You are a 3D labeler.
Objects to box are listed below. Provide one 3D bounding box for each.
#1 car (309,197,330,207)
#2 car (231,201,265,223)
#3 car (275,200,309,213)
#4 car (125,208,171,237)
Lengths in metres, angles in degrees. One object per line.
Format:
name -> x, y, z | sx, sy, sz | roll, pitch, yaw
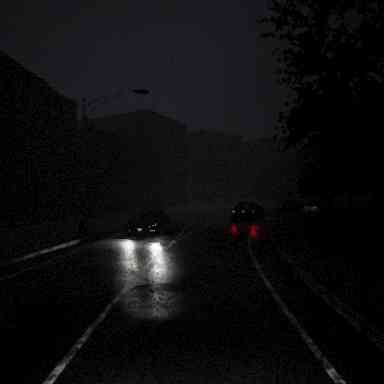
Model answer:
car -> 20.582, 1.559, 54.341 | 4.892, 1.490, 1.837 | -1, -1, -32
car -> 4.820, 1.575, 28.159 | 2.097, 1.767, 4.553 | -1, 0, 21
car -> 12.066, 1.726, 40.806 | 2.033, 1.411, 5.357 | -1, 0, 38
car -> -2.428, 1.699, 19.344 | 1.837, 1.490, 4.892 | 0, -1, 6
